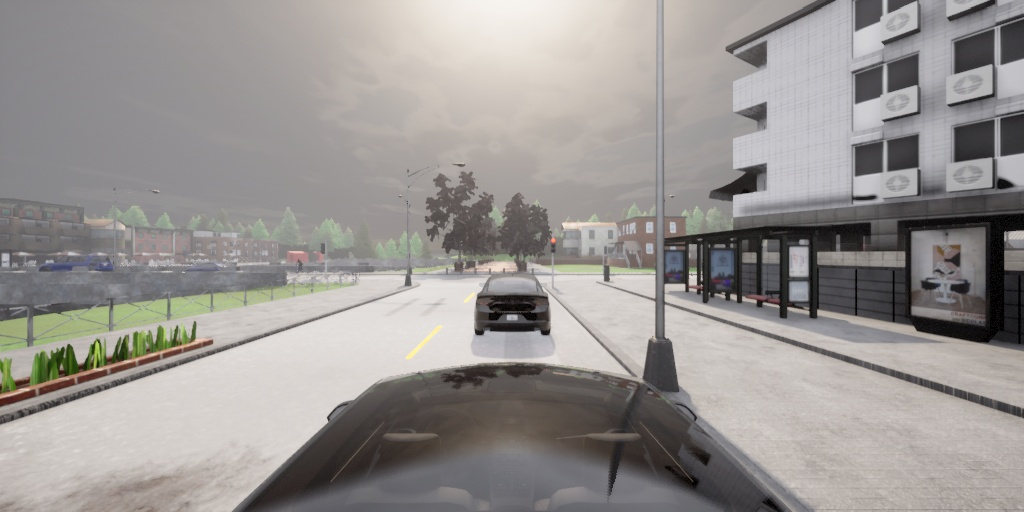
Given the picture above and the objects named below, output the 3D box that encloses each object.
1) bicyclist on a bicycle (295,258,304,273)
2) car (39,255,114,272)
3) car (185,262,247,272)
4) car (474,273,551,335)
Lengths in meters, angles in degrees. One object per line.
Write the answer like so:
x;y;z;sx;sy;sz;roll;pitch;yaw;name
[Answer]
-23.462;1.096;39.554;0.582;1.620;1.656;0;0;0;bicyclist on a bicycle
-42.686;0.969;35.231;5.566;2.045;2.150;0;0;0;car
-25.635;1.274;31.172;4.674;1.442;1.812;0;0;0;car
0.025;1.227;10.502;1.882;1.535;5.008;0;0;0;car
